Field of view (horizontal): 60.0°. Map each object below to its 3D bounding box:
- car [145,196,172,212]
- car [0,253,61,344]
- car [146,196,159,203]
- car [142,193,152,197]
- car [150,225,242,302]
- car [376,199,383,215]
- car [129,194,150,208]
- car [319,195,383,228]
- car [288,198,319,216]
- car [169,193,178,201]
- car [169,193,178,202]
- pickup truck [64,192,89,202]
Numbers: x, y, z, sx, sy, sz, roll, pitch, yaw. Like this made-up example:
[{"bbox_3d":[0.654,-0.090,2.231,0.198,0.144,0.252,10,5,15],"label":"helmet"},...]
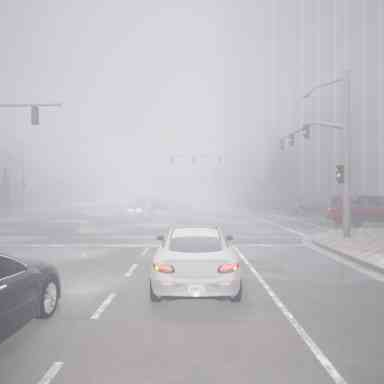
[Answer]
[{"bbox_3d":[-3.860,1.547,39.230,2.033,1.411,5.357,0,0,0],"label":"car"},{"bbox_3d":[-3.436,1.505,4.472,1.837,1.490,4.892,0,0,0],"label":"car"},{"bbox_3d":[-8.018,1.563,67.894,1.994,1.385,4.181,0,0,0],"label":"car"},{"bbox_3d":[-7.949,1.221,57.775,2.150,2.045,5.566,0,0,-1],"label":"car"},{"bbox_3d":[0.077,1.526,8.122,1.812,1.442,4.674,0,0,0],"label":"car"},{"bbox_3d":[20.994,1.477,32.484,5.008,1.535,1.882,0,0,0],"label":"car"},{"bbox_3d":[-7.825,1.491,47.883,2.128,1.511,4.902,0,0,-1],"label":"car"},{"bbox_3d":[11.628,1.221,21.716,5.566,2.045,2.150,0,0,0],"label":"car"},{"bbox_3d":[11.769,1.352,32.417,4.553,1.767,2.097,0,0,0],"label":"car"},{"bbox_3d":[-4.756,1.225,85.396,2.150,2.045,5.566,0,0,-1],"label":"car"},{"bbox_3d":[-4.607,1.524,75.143,1.812,1.442,4.674,0,0,-1],"label":"car"},{"bbox_3d":[-24.665,1.058,70.172,2.390,2.098,6.274,0,0,30],"label":"pickup truck"}]
